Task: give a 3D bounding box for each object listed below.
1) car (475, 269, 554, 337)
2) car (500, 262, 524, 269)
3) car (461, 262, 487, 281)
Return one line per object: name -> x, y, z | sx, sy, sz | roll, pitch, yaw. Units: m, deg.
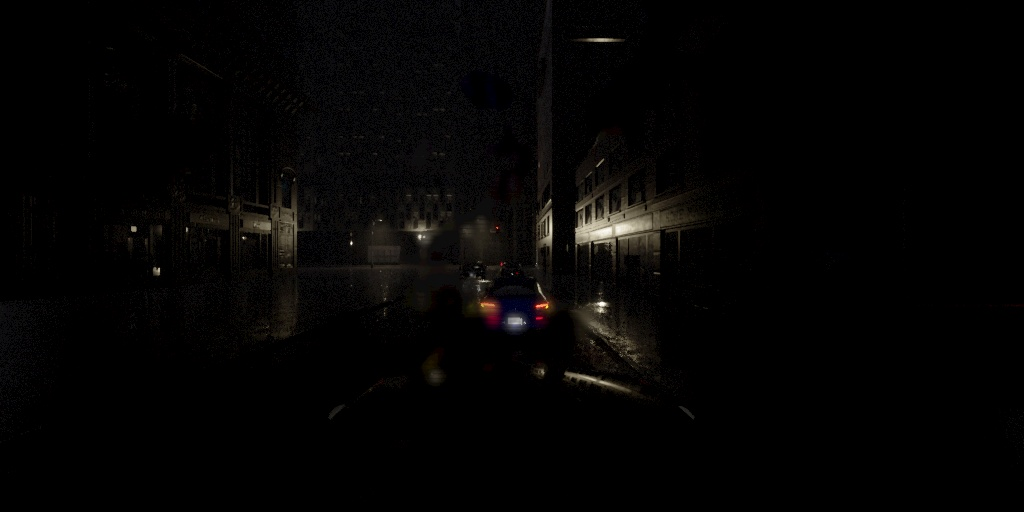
car -> 0.082, 1.275, 10.147 | 1.812, 1.442, 4.674 | 0, 0, 0
car -> 0.026, 1.240, 31.166 | 2.128, 1.511, 4.902 | 0, 0, 0
car -> -3.166, 1.240, 30.615 | 2.128, 1.511, 4.902 | 0, 0, 0
